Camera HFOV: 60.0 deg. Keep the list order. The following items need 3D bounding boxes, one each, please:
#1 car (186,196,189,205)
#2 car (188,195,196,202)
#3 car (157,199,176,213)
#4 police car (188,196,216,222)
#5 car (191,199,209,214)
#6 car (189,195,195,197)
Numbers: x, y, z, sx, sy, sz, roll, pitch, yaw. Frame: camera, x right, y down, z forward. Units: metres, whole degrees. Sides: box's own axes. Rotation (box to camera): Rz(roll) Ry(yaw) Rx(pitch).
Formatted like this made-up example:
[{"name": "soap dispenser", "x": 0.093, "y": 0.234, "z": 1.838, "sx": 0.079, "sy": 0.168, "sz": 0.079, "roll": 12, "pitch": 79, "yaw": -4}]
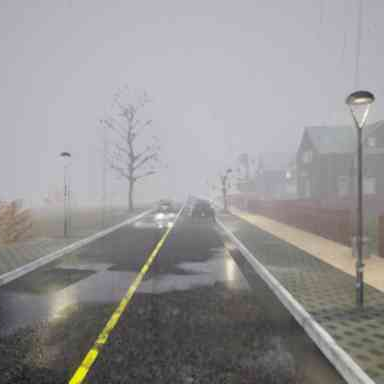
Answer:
[{"name": "car", "x": 0.004, "y": 1.383, "z": 60.946, "sx": 2.097, "sy": 1.767, "sz": 4.553, "roll": 0, "pitch": 0, "yaw": 0}, {"name": "car", "x": 0.005, "y": 1.432, "z": 74.171, "sx": 1.812, "sy": 1.442, "sz": 4.674, "roll": 0, "pitch": 0, "yaw": 0}, {"name": "car", "x": -2.840, "y": 1.504, "z": 37.465, "sx": 2.128, "sy": 1.511, "sz": 4.902, "roll": 0, "pitch": 0, "yaw": 0}, {"name": "police car", "x": 0.826, "y": 1.430, "z": 26.452, "sx": 1.930, "sy": 1.638, "sz": 5.238, "roll": 0, "pitch": 0, "yaw": 0}, {"name": "car", "x": 0.827, "y": 1.536, "z": 36.342, "sx": 1.812, "sy": 1.442, "sz": 4.674, "roll": 0, "pitch": 0, "yaw": 0}, {"name": "car", "x": 0.827, "y": 1.470, "z": 42.532, "sx": 1.801, "sy": 1.575, "sz": 5.366, "roll": 0, "pitch": 0, "yaw": 0}]
